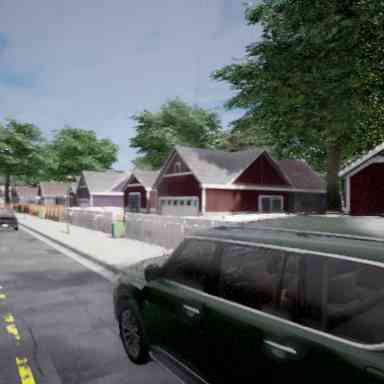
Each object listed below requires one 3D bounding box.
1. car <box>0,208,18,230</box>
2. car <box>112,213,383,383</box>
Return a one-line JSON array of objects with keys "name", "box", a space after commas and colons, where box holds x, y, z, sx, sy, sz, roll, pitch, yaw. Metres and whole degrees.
[{"name": "car", "box": [-15.154, 2.271, 26.708, 1.837, 1.490, 4.892, 2, -2, -33]}, {"name": "car", "box": [0.922, 1.299, 3.795, 2.150, 2.045, 5.566, -4, 1, -33]}]
